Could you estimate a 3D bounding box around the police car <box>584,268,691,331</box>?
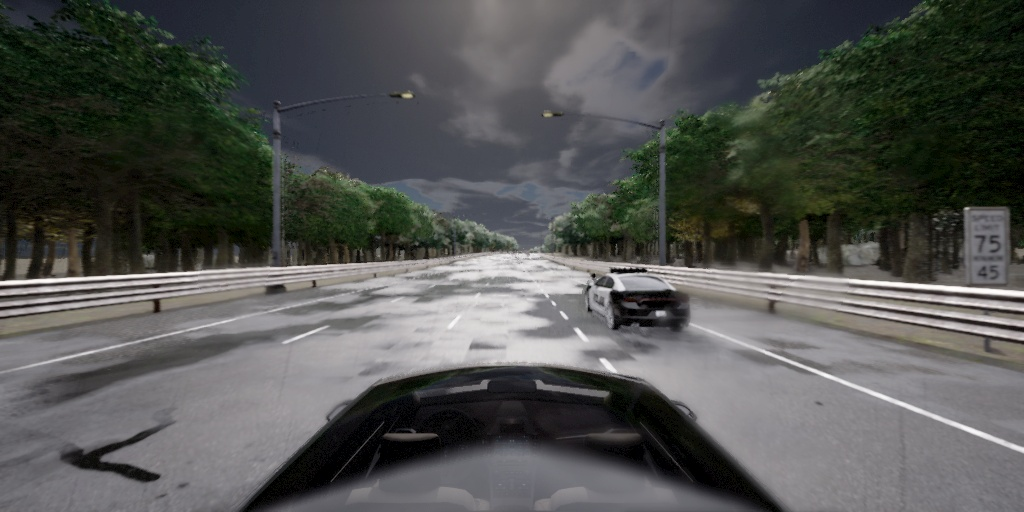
[{"bbox_3d":[3.552,1.185,11.180,1.930,1.638,5.238,0,0,-1],"label":"police car"}]
